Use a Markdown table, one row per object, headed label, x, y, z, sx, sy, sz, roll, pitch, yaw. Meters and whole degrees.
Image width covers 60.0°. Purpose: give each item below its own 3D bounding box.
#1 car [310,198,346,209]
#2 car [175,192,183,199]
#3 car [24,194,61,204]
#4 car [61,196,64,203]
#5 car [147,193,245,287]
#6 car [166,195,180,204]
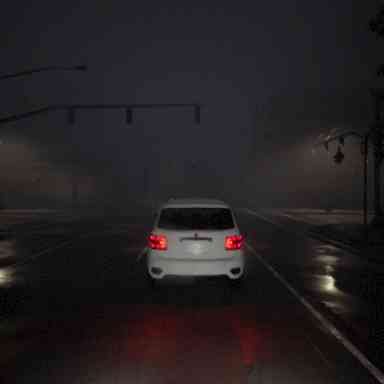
| label | x | y | z | sx | sy | sz | roll | pitch | yaw |
| --- | --- | --- | --- | --- | --- | --- | --- | --- | --- |
| car | 16.877 | 1.384 | 41.309 | 4.181 | 1.385 | 1.994 | 0 | 0 | 0 |
| car | -3.367 | 0.897 | 88.758 | 2.097 | 1.767 | 4.553 | 0 | 0 | 0 |
| car | -23.320 | 1.072 | 51.232 | 4.611 | 1.667 | 2.242 | 0 | 0 | 1 |
| car | -24.038 | 1.208 | 56.984 | 3.806 | 1.475 | 1.970 | 0 | 0 | 1 |
| car | 0.085 | 1.181 | 9.308 | 2.150 | 2.045 | 5.566 | 0 | 0 | 0 |
| car | -3.154 | 1.300 | 56.928 | 2.033 | 1.411 | 5.357 | 0 | 0 | 0 |
